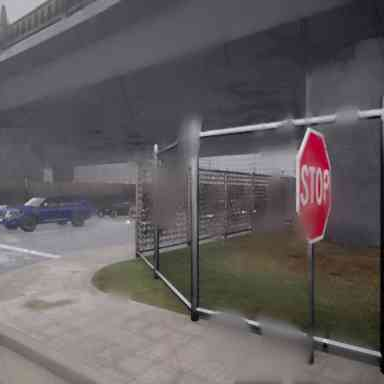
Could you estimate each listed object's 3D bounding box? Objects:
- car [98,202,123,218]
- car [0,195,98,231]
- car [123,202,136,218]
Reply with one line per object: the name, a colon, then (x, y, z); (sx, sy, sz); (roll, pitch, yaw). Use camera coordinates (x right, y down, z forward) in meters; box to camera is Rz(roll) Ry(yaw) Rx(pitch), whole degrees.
car: (-6.502, 1.600, 30.315); (1.895, 1.301, 4.718); (0, 0, 36)
car: (-9.031, 1.222, 20.900); (2.150, 2.045, 5.566); (0, 0, 36)
car: (-3.312, 1.352, 28.747); (2.097, 1.767, 4.553); (0, 0, 36)
